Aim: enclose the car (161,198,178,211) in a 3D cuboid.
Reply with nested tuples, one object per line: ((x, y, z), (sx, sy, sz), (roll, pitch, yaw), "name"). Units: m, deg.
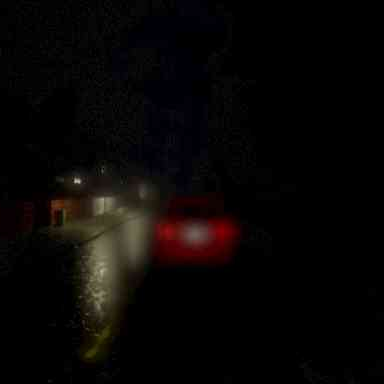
((-2.823, 1.542, 42.480), (1.812, 1.442, 4.674), (0, 0, 0), "car")

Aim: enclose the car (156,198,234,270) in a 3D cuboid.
((0.069, 1.221, 11.169), (2.150, 2.045, 5.566), (0, -1, 0), "car")

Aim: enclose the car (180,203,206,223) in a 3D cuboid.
((0.066, 1.610, 26.571), (1.895, 1.301, 4.718), (0, 0, 0), "car")
